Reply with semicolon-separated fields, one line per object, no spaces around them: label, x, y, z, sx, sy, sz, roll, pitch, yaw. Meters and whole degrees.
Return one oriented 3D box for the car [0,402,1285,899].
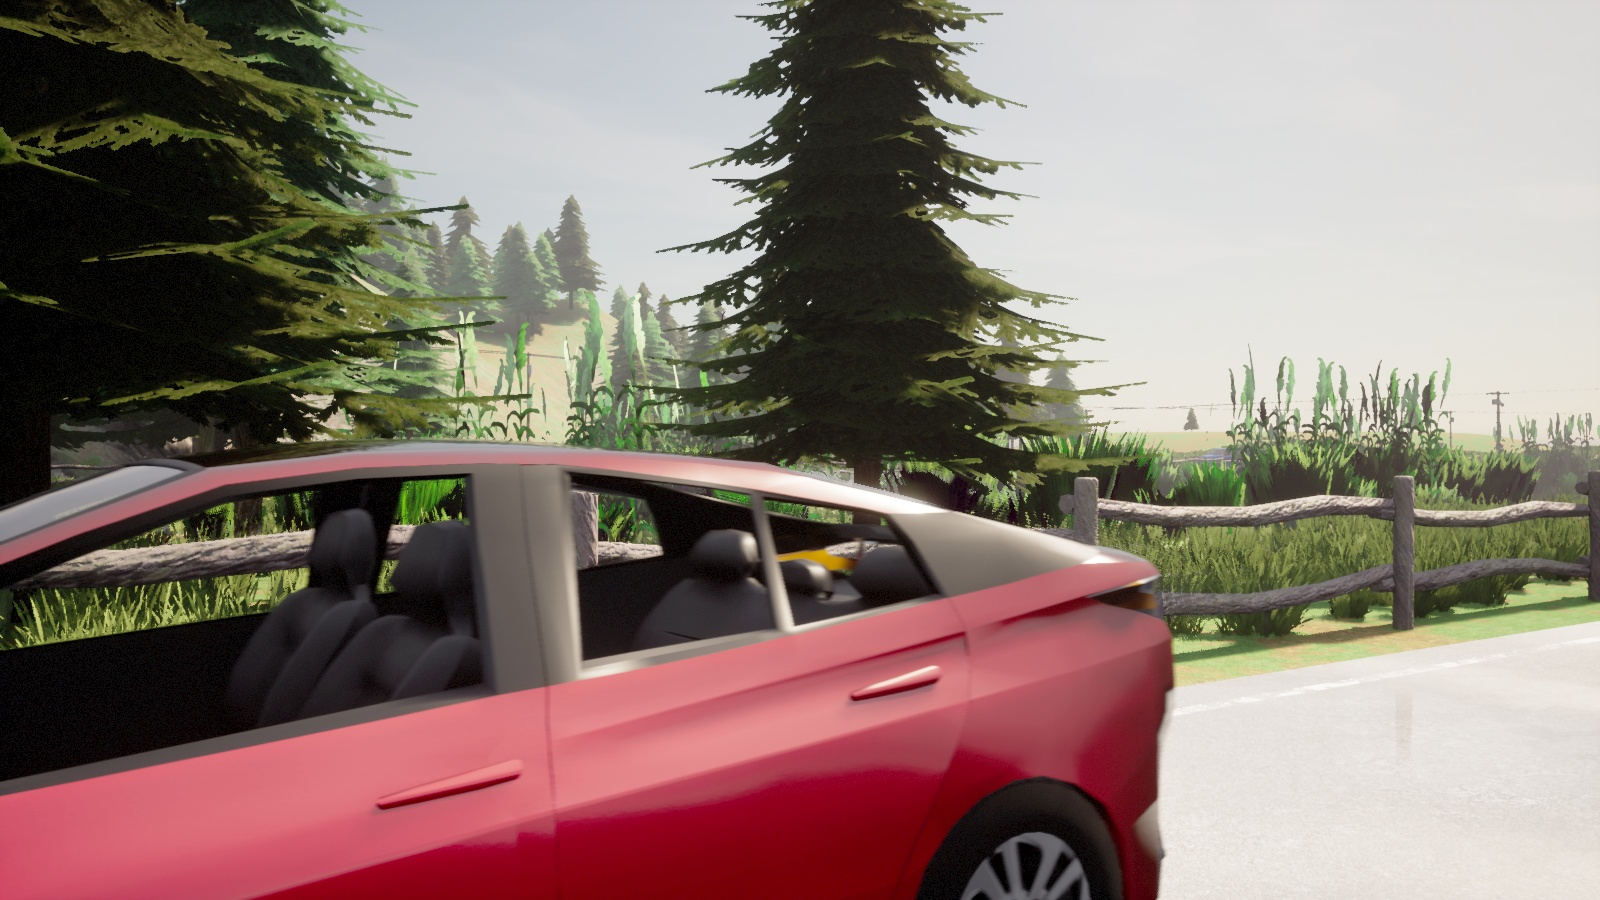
car;-1.154;0.701;2.854;4.514;1.525;2.007;0;0;-35
